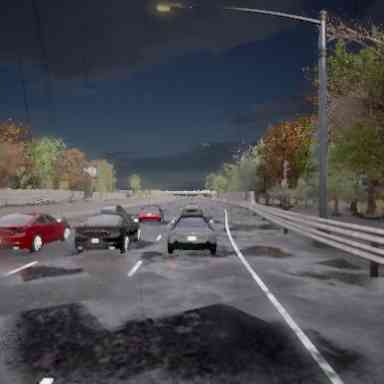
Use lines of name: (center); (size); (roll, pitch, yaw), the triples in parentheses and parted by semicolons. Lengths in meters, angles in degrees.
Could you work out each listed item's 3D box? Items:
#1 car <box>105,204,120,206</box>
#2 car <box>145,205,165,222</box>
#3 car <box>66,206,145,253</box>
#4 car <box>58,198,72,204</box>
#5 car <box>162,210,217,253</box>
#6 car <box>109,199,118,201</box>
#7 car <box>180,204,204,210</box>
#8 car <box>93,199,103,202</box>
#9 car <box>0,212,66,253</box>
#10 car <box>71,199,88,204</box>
car: (-6.988, 1.820, 29.385); (1.812, 1.442, 4.674); (0, 0, 0)
car: (-3.489, 1.857, 29.300); (1.994, 1.385, 4.181); (0, -1, 0)
car: (-3.490, 1.620, 14.491); (1.882, 1.535, 5.008); (0, 0, 0)
car: (-27.986, 2.142, 73.962); (2.097, 1.767, 4.553); (0, -1, 0)
car: (0.007, 1.704, 14.299); (1.994, 1.385, 4.181); (0, -1, 0)
car: (-17.486, 2.286, 73.928); (1.837, 1.490, 4.892); (0, -1, 0)
car: (0.010, 1.801, 29.306); (1.837, 1.490, 4.892); (0, 0, 0)
car: (-20.986, 2.311, 73.929); (1.812, 1.442, 4.674); (0, -1, 0)
car: (-6.990, 1.620, 14.494); (1.882, 1.535, 5.008); (0, 0, 0)
car: (-24.486, 2.286, 73.929); (1.837, 1.490, 4.892); (0, -1, 0)
